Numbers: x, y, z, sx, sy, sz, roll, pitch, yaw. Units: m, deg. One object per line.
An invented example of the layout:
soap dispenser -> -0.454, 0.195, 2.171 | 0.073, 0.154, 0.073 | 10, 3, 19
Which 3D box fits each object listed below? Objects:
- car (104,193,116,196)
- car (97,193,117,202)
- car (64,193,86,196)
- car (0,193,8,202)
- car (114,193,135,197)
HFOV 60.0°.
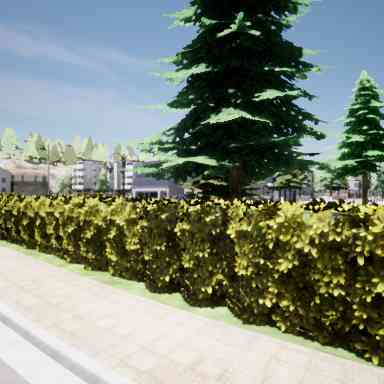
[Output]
car -> -15.867, 1.096, 69.694 | 1.932, 1.855, 4.605 | 0, 0, 44
car -> -18.225, 1.076, 71.441 | 1.905, 1.878, 3.866 | 0, 0, 44
car -> -27.331, 1.152, 80.428 | 2.152, 1.636, 5.027 | 0, 0, 44
car -> -41.776, 1.096, 70.259 | 1.932, 1.855, 4.605 | 0, 0, 44
car -> -10.069, 1.384, 53.354 | 1.970, 1.475, 3.806 | 0, 0, 44
